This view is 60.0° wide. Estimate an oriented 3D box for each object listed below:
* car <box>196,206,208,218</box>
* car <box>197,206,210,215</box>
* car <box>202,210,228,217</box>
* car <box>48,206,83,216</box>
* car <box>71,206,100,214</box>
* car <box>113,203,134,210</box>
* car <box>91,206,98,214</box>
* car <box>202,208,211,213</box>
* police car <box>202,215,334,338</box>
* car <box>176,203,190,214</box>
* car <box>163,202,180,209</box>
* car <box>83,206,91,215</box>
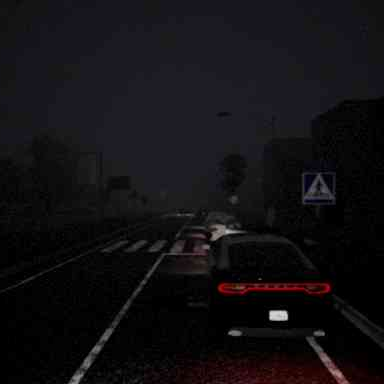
[{"bbox_3d":[1.542,2.743,44.403,1.994,1.385,4.181,0,-2,2],"label":"car"},{"bbox_3d":[1.973,3.128,57.746,2.033,1.411,5.357,0,-2,2],"label":"car"},{"bbox_3d":[1.577,1.869,17.007,1.812,1.442,4.674,0,-2,2],"label":"car"},{"bbox_3d":[-20.179,3.034,52.280,4.674,1.452,2.002,0,-2,2],"label":"car"},{"bbox_3d":[-19.845,3.329,61.968,4.674,1.452,2.002,0,-2,2],"label":"car"},{"bbox_3d":[-18.859,4.160,90.424,5.008,1.535,2.097,0,-2,2],"label":"car"},{"bbox_3d":[-19.962,3.193,58.824,5.008,1.535,2.097,0,-2,2],"label":"car"},{"bbox_3d":[1.775,2.050,23.006,1.812,1.442,4.674,0,-2,2],"label":"car"},{"bbox_3d":[1.258,1.525,7.114,1.930,1.638,5.238,0,-1,2],"label":"police car"},{"bbox_3d":[-1.274,3.081,57.887,1.882,1.535,5.008,0,-2,2],"label":"car"},{"bbox_3d":[-5.692,4.164,92.737,4.892,1.521,2.231,0,-2,2],"label":"car"},{"bbox_3d":[-20.063,3.094,55.554,4.892,1.521,2.231,0,-2,2],"label":"car"}]
